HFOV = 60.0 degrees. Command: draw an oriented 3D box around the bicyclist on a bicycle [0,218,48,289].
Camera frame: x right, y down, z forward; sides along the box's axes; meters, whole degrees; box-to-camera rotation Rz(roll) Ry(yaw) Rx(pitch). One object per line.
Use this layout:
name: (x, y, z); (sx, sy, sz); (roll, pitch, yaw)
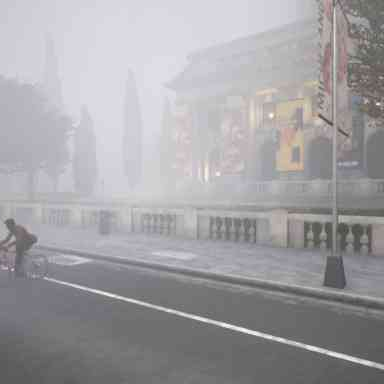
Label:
bicyclist on a bicycle: (-4.214, 1.449, 7.999); (0.582, 1.620, 1.656); (0, 0, 35)
